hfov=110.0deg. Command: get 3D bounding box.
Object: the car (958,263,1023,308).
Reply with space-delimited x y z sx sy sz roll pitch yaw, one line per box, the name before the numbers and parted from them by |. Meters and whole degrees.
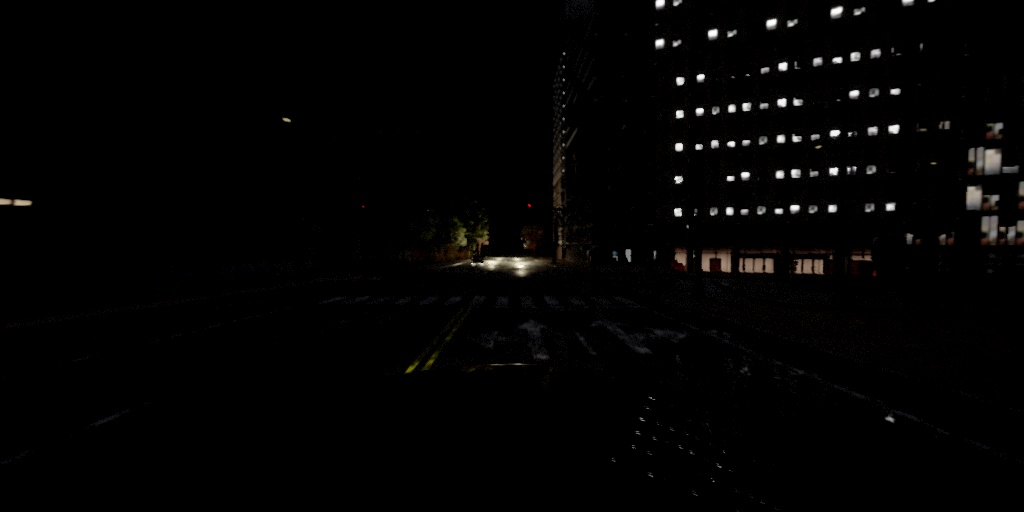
car | 23.012 1.264 15.480 5.009 1.841 2.192 0 0 20
